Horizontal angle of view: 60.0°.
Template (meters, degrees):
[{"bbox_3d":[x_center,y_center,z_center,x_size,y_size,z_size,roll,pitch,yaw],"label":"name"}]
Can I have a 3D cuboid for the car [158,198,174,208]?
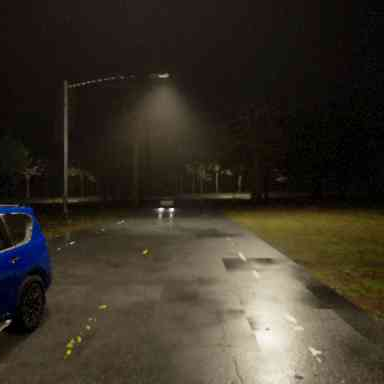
[{"bbox_3d":[-3.572,1.538,47.657,1.812,1.442,4.674,0,0,0],"label":"car"}]

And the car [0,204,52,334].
[{"bbox_3d":[-3.601,1.221,3.805,2.150,2.045,5.566,0,0,0],"label":"car"}]
